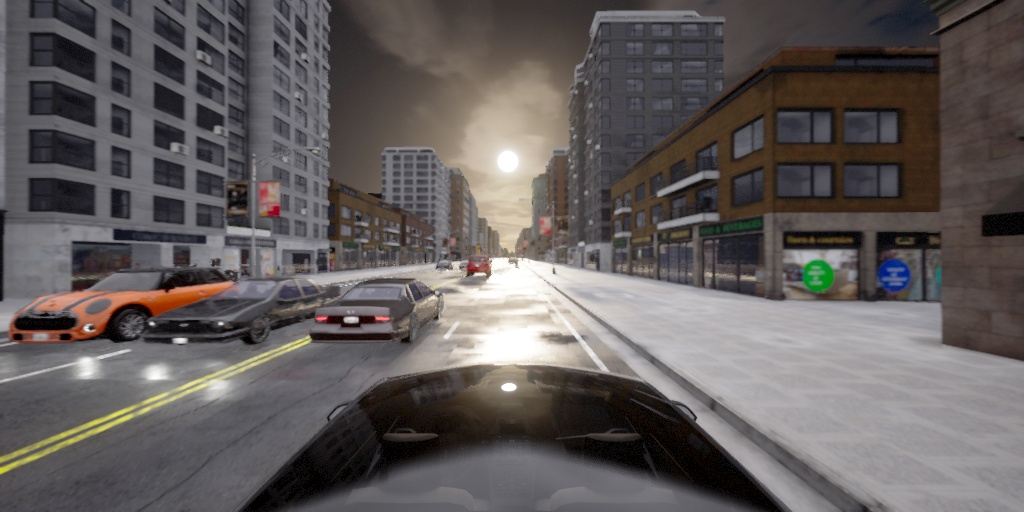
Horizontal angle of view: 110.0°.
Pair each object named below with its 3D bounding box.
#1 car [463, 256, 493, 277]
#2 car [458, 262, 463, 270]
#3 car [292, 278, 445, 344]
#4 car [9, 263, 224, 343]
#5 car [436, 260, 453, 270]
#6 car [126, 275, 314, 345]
[{"bbox_3d":[-3.143,0.977,35.347,2.150,2.045,5.566,0,0,0],"label":"car"},{"bbox_3d":[-6.551,1.284,52.135,1.812,1.442,4.674,0,0,0],"label":"car"},{"bbox_3d":[-3.147,1.299,9.533,2.033,1.411,5.357,0,0,0],"label":"car"},{"bbox_3d":[-9.847,1.103,9.734,2.097,1.767,4.553,0,0,0],"label":"car"},{"bbox_3d":[-9.798,1.284,52.091,1.812,1.442,4.674,0,0,0],"label":"car"},{"bbox_3d":[-6.599,1.298,9.793,2.033,1.411,5.357,0,0,0],"label":"car"}]
